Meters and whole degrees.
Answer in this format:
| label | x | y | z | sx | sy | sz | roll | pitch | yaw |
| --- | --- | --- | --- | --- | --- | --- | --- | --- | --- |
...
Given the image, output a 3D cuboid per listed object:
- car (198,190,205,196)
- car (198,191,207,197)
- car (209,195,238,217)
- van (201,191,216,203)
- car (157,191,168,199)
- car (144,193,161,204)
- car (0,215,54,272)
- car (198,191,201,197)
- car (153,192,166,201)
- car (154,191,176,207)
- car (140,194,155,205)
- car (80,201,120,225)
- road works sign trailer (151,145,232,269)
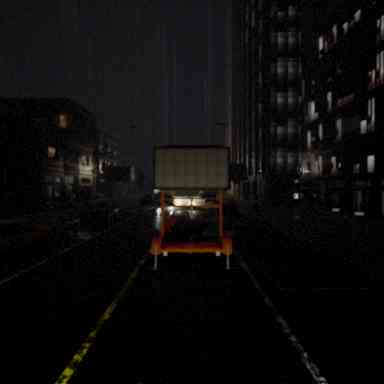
| label | x | y | z | sx | sy | sz | roll | pitch | yaw |
| --- | --- | --- | --- | --- | --- | --- | --- | --- | --- |
| car | 2.622 | 0.306 | 92.976 | 1.752 | 1.417 | 4.829 | 0 | 1 | 0 |
| car | 2.630 | 0.473 | 81.759 | 2.008 | 1.369 | 4.403 | 0 | 1 | 0 |
| car | 2.669 | 1.189 | 26.522 | 2.008 | 1.369 | 4.403 | 0 | 1 | 0 |
| van | 2.651 | 0.689 | 48.614 | 1.690 | 1.788 | 3.998 | 0 | 1 | 0 |
| car | -5.739 | 0.574 | 65.177 | 1.967 | 1.590 | 4.097 | 0 | 1 | 0 |
| car | -5.727 | 0.892 | 48.607 | 1.887 | 1.381 | 4.507 | 0 | 1 | 0 |
| car | -5.699 | 1.390 | 9.771 | 1.752 | 1.417 | 4.829 | 0 | 1 | 0 |
| car | 2.641 | 0.658 | 65.357 | 1.752 | 1.417 | 4.829 | 0 | 1 | 0 |
| car | -5.734 | 0.771 | 59.654 | 1.947 | 1.339 | 4.313 | 0 | 1 | 0 |
| car | -3.121 | 0.985 | 40.008 | 1.812 | 1.442 | 4.674 | 0 | 1 | 0 |
| car | -5.723 | 0.970 | 43.084 | 2.008 | 1.369 | 4.403 | 0 | 1 | 0 |
| car | -5.707 | 1.263 | 20.990 | 2.008 | 1.369 | 4.403 | 0 | 1 | 0 |
| road works sign trailer | -0.007 | 0.319 | 10.524 | 2.380 | 3.560 | 2.880 | 0 | 1 | 0 |
